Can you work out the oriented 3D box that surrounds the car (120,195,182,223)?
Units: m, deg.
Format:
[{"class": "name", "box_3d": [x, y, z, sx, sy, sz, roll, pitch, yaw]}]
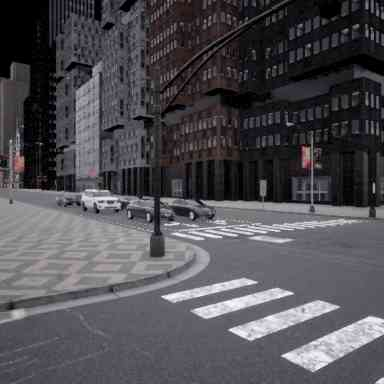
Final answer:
[{"class": "car", "box_3d": [-2.970, 1.240, 23.324, 1.837, 1.490, 4.892, 0, 1, -36]}]

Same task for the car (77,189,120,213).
[{"class": "car", "box_3d": [-8.653, 0.819, 31.212, 2.150, 2.045, 5.566, 0, 1, -36]}]

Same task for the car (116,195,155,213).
[{"class": "car", "box_3d": [-5.643, 1.108, 32.595, 1.837, 1.490, 4.892, 0, 1, -36]}]

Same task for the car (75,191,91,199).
[{"class": "car", "box_3d": [-21.786, 0.563, 66.448, 1.812, 1.442, 4.674, 0, 1, -36]}]

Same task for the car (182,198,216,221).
[{"class": "car", "box_3d": [-0.205, 1.239, 25.003, 1.837, 1.490, 4.892, 0, 1, -38]}]

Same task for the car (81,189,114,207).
[{"class": "car", "box_3d": [-11.785, 0.670, 41.137, 2.150, 2.045, 5.566, 0, 1, -35]}]

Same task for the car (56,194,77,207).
[{"class": "car", "box_3d": [-14.861, 0.991, 39.838, 2.033, 1.411, 5.357, 0, 1, -36]}]
